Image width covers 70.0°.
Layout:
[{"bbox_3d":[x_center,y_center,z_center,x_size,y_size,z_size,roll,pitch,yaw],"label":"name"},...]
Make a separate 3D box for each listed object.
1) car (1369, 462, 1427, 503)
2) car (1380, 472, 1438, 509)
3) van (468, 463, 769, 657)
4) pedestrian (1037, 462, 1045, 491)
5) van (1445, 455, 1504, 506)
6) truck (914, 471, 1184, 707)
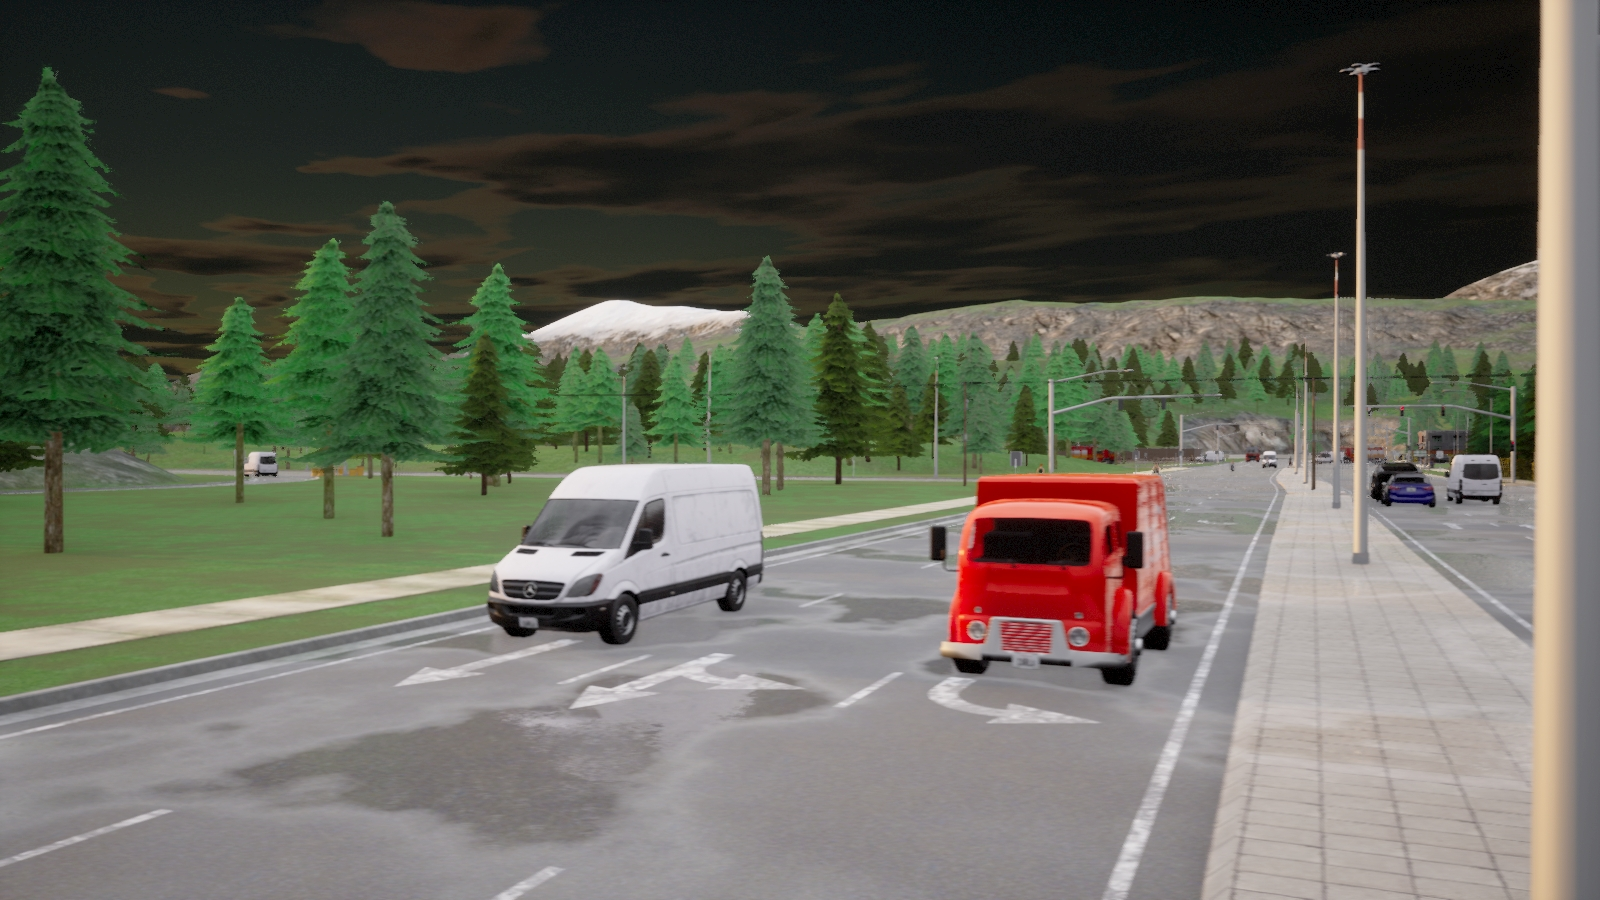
[{"bbox_3d":[33.319,1.759,63.806,2.390,2.098,6.274,0,0,24],"label":"car"},{"bbox_3d":[30.499,1.973,57.338,2.242,1.667,4.611,0,0,24],"label":"car"},{"bbox_3d":[-2.650,1.528,18.614,1.988,2.561,5.915,0,0,23],"label":"van"},{"bbox_3d":[15.363,1.688,72.823,0.375,1.860,0.375,0,0,24],"label":"pedestrian"},{"bbox_3d":[35.875,1.542,60.929,1.988,2.561,5.915,0,0,23],"label":"van"},{"bbox_3d":[3.565,1.566,15.343,2.627,2.467,5.204,0,0,23],"label":"truck"}]
